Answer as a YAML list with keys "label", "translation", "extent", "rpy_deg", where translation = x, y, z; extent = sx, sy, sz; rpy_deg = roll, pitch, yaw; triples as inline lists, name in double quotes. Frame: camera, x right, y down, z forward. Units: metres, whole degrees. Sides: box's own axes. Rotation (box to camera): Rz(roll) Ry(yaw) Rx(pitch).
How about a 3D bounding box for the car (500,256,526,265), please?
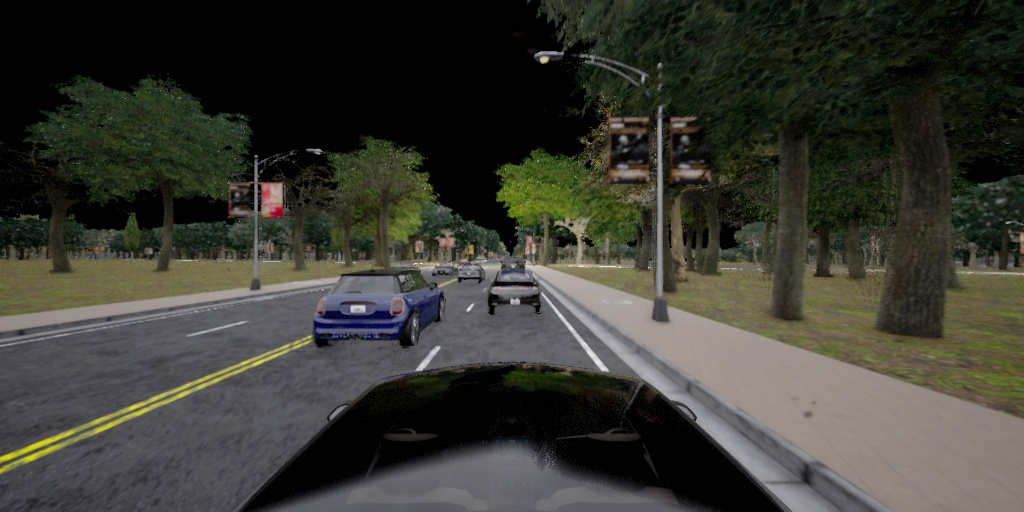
- label: "car"
  translation: [0.106, 1.019, 33.148]
  extent: [2.150, 2.045, 5.566]
  rpy_deg: [0, 0, 0]

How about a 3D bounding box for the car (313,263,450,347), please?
- label: "car"
  translation: [-3.149, 1.108, 9.471]
  extent: [2.097, 1.767, 4.553]
  rpy_deg: [0, 0, 0]

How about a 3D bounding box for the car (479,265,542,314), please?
- label: "car"
  translation: [0.103, 1.255, 13.898]
  extent: [2.128, 1.511, 4.902]
  rpy_deg: [0, 0, 0]

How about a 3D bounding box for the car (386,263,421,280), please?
- label: "car"
  translation: [-9.838, 1.361, 32.884]
  extent: [1.994, 1.385, 4.181]
  rpy_deg: [0, 0, 0]

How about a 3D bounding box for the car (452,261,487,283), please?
- label: "car"
  translation: [-3.145, 1.337, 28.579]
  extent: [2.033, 1.411, 5.357]
  rpy_deg: [0, 0, 0]

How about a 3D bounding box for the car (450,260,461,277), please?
- label: "car"
  translation: [-6.587, 1.366, 35.345]
  extent: [1.994, 1.385, 4.181]
  rpy_deg: [0, 0, 0]
